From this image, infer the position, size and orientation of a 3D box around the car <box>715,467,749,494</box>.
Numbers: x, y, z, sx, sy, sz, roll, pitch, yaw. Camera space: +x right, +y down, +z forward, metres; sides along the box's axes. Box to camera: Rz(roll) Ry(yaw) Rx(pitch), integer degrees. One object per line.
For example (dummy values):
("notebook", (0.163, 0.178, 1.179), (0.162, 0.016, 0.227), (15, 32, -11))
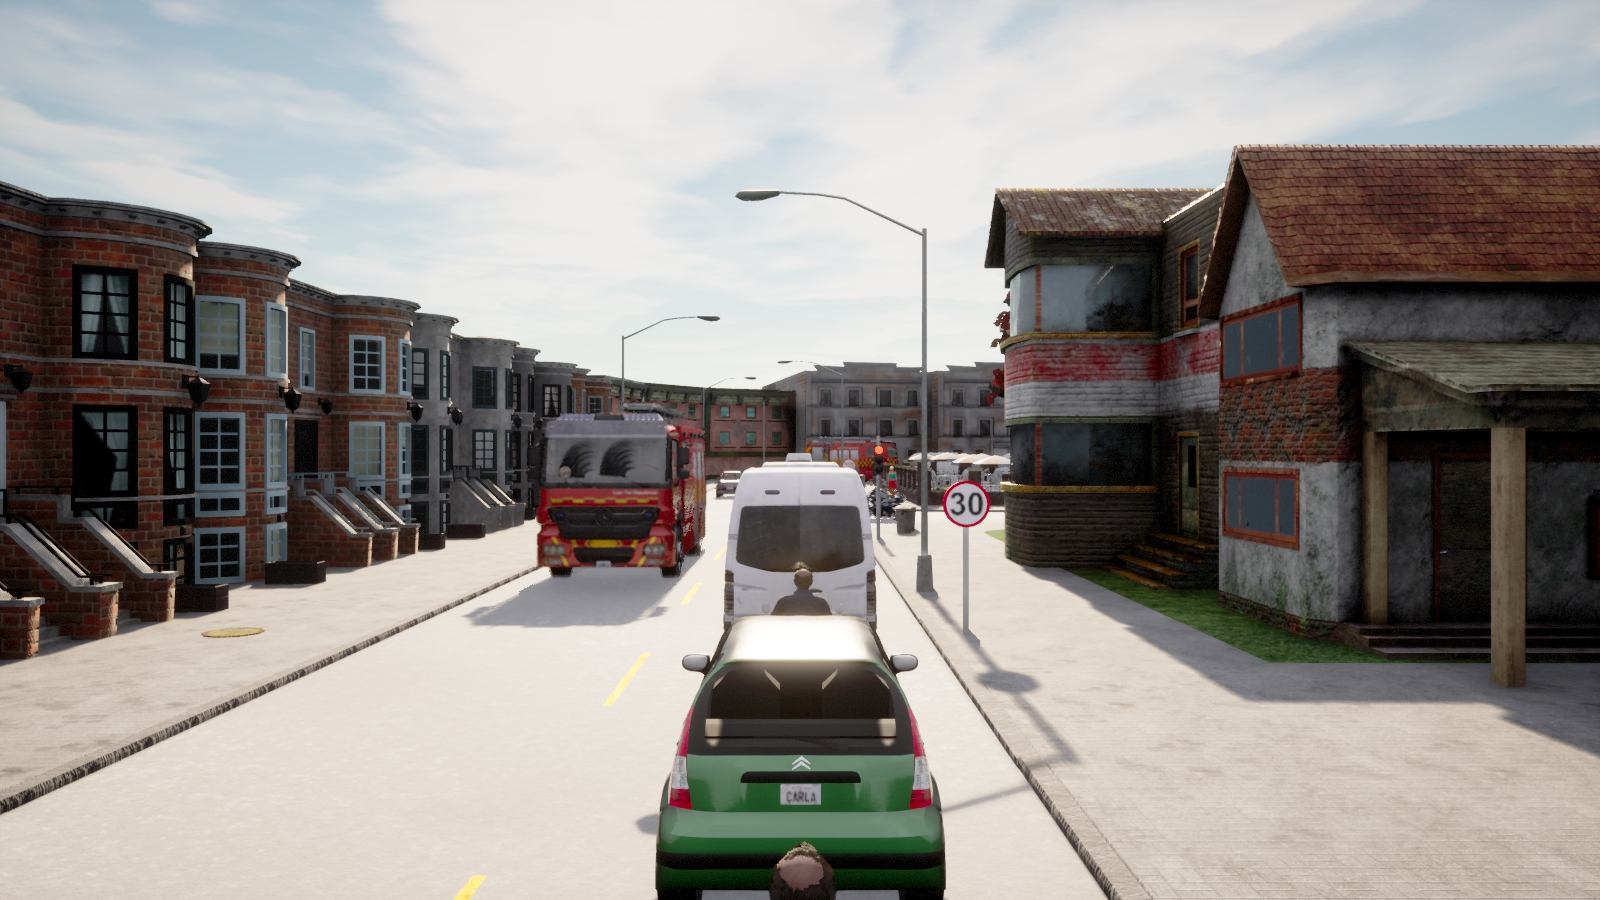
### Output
("car", (-4.014, 1.781, 67.520), (1.789, 1.549, 3.705), (0, 0, 0))

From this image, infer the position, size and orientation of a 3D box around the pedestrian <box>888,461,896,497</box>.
("pedestrian", (4.767, 1.494, 59.020), (0.375, 1.860, 0.375), (0, 0, 0))

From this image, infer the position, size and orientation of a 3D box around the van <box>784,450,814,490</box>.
("van", (-0.059, 1.286, 76.777), (1.988, 2.561, 5.915), (0, 0, 0))

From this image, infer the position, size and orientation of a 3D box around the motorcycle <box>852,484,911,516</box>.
("motorcycle", (3.244, 1.968, 45.225), (2.209, 1.251, 0.867), (0, -2, 13))

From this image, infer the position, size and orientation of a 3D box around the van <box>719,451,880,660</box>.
("van", (-0.006, 1.308, 17.043), (1.988, 2.561, 5.915), (0, 0, 0))

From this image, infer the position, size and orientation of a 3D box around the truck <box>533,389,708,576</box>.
("truck", (-4.003, 0.660, 27.539), (2.891, 3.827, 8.468), (0, 0, 0))

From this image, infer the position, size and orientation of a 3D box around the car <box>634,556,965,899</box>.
("car", (-0.003, 1.776, 8.384), (1.851, 1.617, 3.988), (0, 0, 0))
